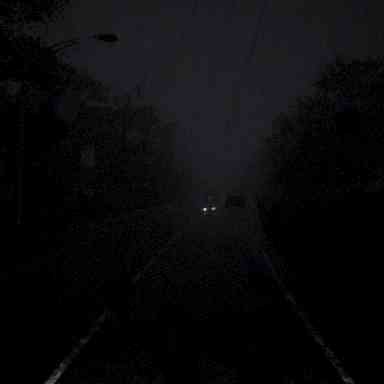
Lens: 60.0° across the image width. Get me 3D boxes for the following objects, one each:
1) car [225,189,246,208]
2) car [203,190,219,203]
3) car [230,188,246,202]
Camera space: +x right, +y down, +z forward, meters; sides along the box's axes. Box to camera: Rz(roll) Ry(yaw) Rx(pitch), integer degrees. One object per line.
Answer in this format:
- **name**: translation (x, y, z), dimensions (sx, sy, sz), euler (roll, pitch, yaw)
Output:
- **car**: translation (4.530, 0.757, 34.275), dimensions (1.882, 1.535, 5.008), euler (0, 1, 10)
- **car**: translation (2.565, 0.527, 43.863), dimensions (2.128, 1.511, 4.902), euler (0, 1, 9)
- **car**: translation (6.428, 0.358, 46.211), dimensions (2.097, 1.767, 4.553), euler (0, 1, 8)
